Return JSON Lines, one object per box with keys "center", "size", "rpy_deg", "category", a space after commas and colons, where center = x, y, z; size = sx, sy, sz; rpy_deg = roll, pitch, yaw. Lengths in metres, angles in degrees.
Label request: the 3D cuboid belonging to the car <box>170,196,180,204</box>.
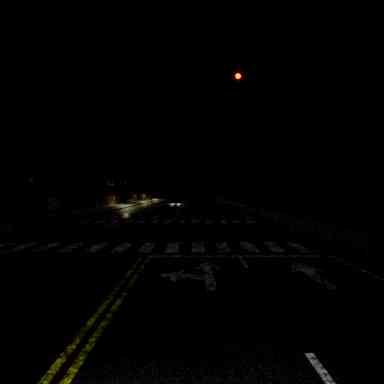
{"center": [-3.174, 1.512, 63.151], "size": [2.033, 1.411, 5.357], "rpy_deg": [0, 0, 0], "category": "car"}
